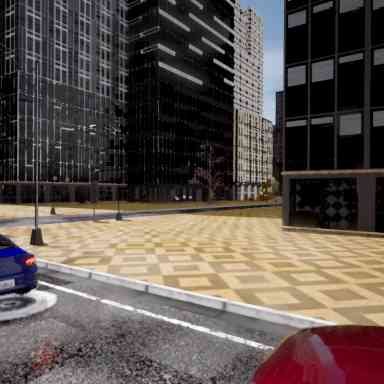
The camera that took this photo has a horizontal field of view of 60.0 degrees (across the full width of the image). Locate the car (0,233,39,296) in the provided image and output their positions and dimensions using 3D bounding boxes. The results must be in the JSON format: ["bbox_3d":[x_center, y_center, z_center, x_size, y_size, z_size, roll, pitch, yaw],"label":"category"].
[{"bbox_3d":[-5.252,1.522,7.427,4.674,1.442,1.812,0,0,36],"label":"car"}]

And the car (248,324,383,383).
[{"bbox_3d":[2.351,1.564,2.000,4.181,1.385,1.994,0,0,35],"label":"car"}]
